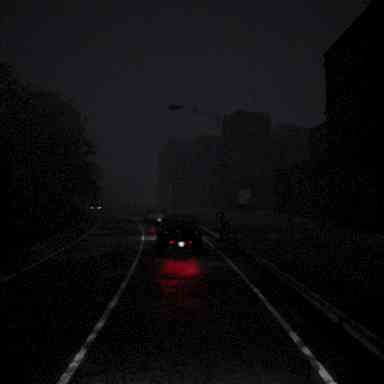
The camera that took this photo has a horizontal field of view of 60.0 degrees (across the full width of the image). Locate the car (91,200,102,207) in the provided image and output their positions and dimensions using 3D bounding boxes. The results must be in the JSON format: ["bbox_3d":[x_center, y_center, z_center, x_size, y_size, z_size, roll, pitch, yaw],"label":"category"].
[{"bbox_3d":[-18.461,2.184,63.802,2.033,1.411,5.357,2,-1,-18],"label":"car"}]

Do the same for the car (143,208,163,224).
[{"bbox_3d":[-3.230,2.079,29.881,1.895,1.301,4.718,2,-1,-14],"label":"car"}]

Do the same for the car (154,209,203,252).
[{"bbox_3d":[-0.672,1.742,15.049,1.837,1.490,4.892,1,0,-7],"label":"car"}]
